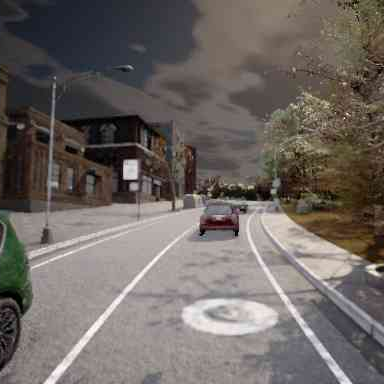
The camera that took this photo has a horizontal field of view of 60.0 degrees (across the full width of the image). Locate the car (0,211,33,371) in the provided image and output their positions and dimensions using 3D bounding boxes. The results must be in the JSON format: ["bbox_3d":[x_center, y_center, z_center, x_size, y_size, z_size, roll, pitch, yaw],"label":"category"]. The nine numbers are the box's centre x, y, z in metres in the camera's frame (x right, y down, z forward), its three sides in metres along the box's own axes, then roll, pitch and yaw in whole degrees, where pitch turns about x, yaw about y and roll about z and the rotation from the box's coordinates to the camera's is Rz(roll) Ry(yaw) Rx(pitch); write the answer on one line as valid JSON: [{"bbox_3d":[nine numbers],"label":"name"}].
[{"bbox_3d":[-3.486,1.225,2.704,2.150,2.045,5.566,0,0,2],"label":"car"}]

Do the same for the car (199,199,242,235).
[{"bbox_3d":[1.685,1.396,19.277,2.097,1.767,4.553,-1,0,8],"label":"car"}]

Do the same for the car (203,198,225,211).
[{"bbox_3d":[2.932,1.647,43.473,2.128,1.511,4.902,-1,0,13],"label":"car"}]

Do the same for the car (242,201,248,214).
[{"bbox_3d":[5.175,1.672,36.852,1.895,1.301,4.718,-1,0,13],"label":"car"}]
